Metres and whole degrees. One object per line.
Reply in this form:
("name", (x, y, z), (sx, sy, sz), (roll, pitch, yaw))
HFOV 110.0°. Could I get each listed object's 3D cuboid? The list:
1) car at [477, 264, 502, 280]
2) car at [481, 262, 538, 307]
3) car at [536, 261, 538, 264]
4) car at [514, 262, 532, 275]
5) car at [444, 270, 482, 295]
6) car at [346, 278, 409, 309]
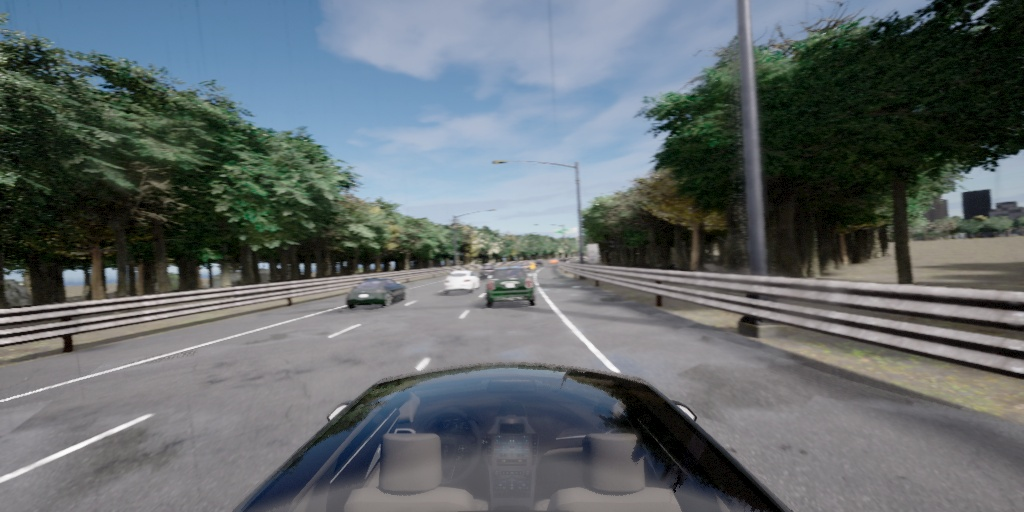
("car", (-2.515, 1.816, 40.878), (2.128, 1.511, 4.902), (-3, 0, 4))
("car", (-0.060, 1.284, 17.065), (2.097, 1.767, 4.553), (-3, -1, 0))
("car", (3.052, 1.781, 63.411), (1.882, 1.535, 5.008), (-3, -1, 7))
("car", (1.655, 1.720, 50.650), (2.128, 1.511, 4.902), (-3, -1, 5))
("car", (-3.301, 1.697, 23.995), (1.812, 1.442, 4.674), (-3, -1, 1))
("car", (-6.901, 1.853, 18.748), (1.994, 1.385, 4.181), (-3, -1, 1))
